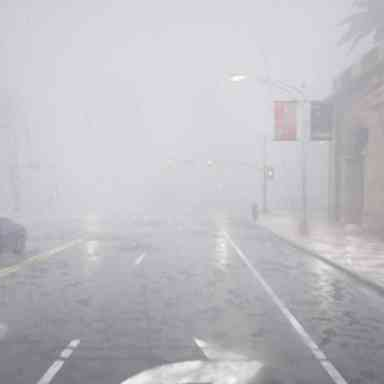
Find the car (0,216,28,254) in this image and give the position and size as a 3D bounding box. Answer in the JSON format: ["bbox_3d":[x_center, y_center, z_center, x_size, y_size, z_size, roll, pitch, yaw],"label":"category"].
[{"bbox_3d":[-7.061,1.508,10.726,1.812,1.442,4.674,0,0,0],"label":"car"}]
